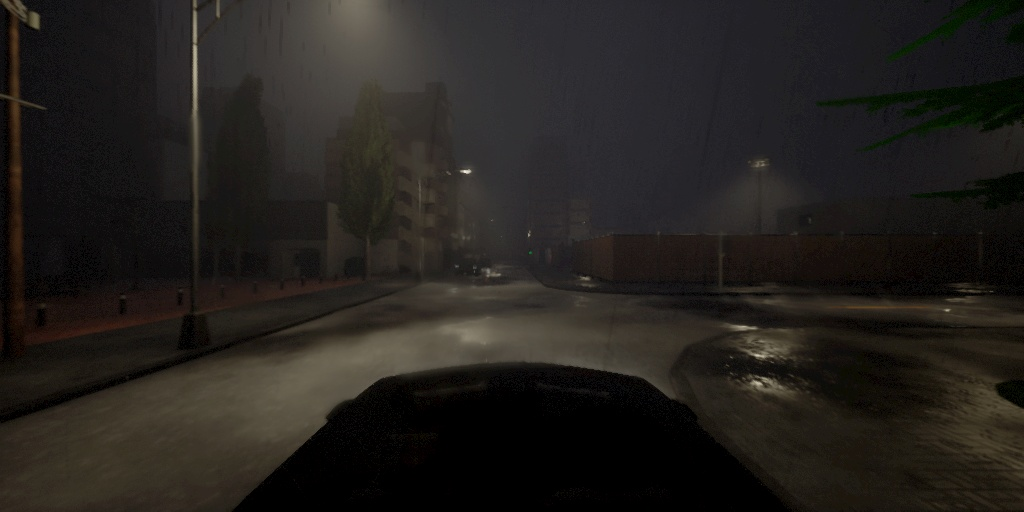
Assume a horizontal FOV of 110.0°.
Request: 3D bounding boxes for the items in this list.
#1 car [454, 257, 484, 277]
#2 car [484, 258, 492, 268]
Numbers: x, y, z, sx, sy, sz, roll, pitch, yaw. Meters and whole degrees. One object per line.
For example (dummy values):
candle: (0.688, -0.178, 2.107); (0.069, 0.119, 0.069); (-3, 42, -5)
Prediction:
car: (-4.073, 0.957, 33.676); (2.097, 1.767, 4.553); (0, 0, 0)
car: (-4.000, 1.024, 52.425); (1.837, 1.490, 4.892); (0, 0, 0)
